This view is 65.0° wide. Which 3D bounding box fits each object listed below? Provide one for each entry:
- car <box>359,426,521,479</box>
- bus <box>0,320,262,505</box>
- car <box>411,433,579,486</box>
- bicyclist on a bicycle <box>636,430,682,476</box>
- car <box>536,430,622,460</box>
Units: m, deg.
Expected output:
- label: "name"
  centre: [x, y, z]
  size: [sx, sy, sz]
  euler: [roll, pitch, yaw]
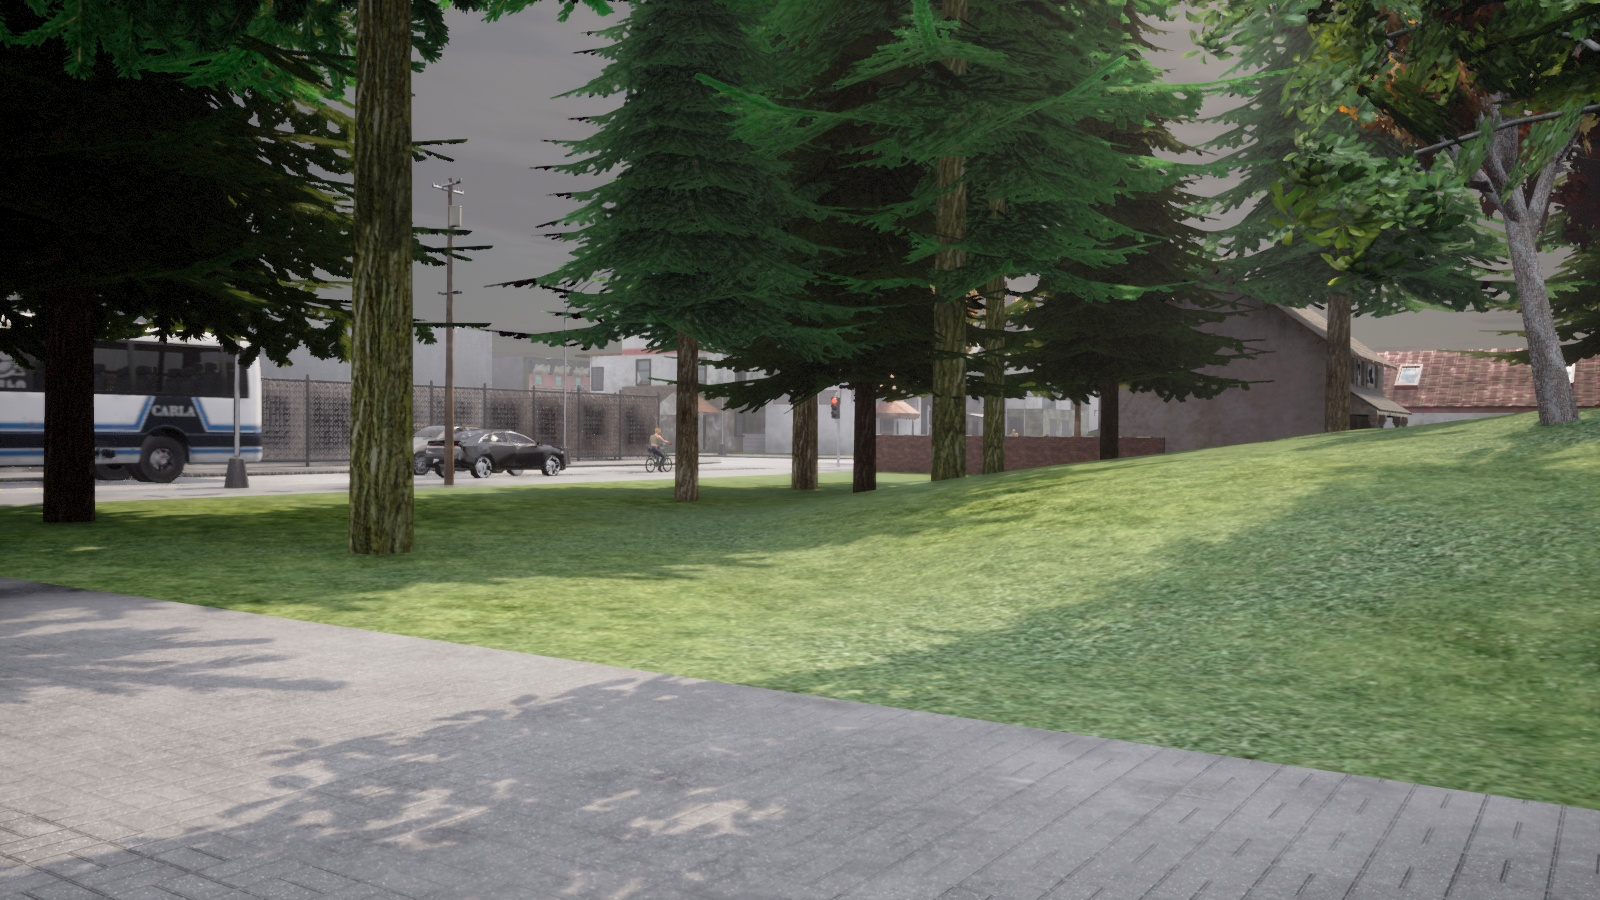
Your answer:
- label: "car"
  centre: [-12.011, 0.042, 42.232]
  size: [2.152, 1.651, 5.027]
  euler: [0, 1, 34]
- label: "bus"
  centre: [-19.279, -0.898, 31.275]
  size: [3.944, 4.253, 10.273]
  euler: [0, 1, 33]
- label: "car"
  centre: [-9.367, 0.240, 38.970]
  size: [2.128, 1.511, 4.902]
  euler: [0, 1, 34]
- label: "bicyclist on a bicycle"
  centre: [-5.094, 0.094, 45.400]
  size: [0.866, 1.612, 1.509]
  euler: [0, 1, 33]
- label: "car"
  centre: [-12.687, -0.292, 72.041]
  size: [4.611, 1.667, 2.242]
  euler: [0, 1, 35]
